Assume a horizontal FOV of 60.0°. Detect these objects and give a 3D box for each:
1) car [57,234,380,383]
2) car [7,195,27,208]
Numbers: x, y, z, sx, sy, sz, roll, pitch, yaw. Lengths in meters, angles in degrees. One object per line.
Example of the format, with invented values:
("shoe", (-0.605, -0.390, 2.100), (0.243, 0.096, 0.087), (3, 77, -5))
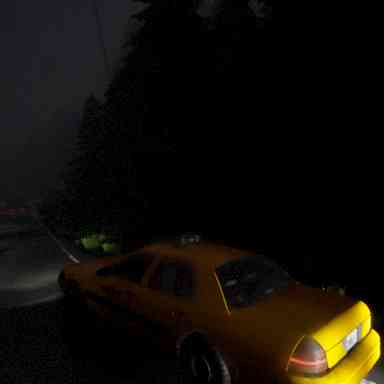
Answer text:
("car", (-0.248, 1.417, 5.093), (5.366, 1.575, 1.801), (1, 1, 44))
("car", (-21.077, 1.055, 40.100), (2.128, 1.511, 4.902), (-2, 2, -26))
